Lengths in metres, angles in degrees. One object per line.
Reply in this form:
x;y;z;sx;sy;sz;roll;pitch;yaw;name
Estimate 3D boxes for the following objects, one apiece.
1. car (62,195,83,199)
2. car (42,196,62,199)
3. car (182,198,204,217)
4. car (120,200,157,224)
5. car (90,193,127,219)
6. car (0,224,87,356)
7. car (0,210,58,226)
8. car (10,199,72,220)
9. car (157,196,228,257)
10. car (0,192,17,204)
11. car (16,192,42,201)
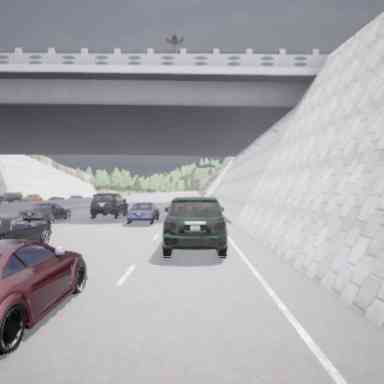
-21.046;1.293;59.753;1.837;1.490;4.892;0;0;0;car
-24.544;1.351;59.759;1.994;1.385;4.181;0;0;0;car
0.098;1.368;30.705;1.882;1.535;5.008;0;0;0;car
-3.403;1.463;23.790;2.033;1.411;5.357;0;0;0;car
-6.901;1.122;28.138;2.150;2.045;5.566;0;0;0;car
-3.408;1.542;6.020;1.994;1.385;4.181;0;0;0;car
-6.901;1.558;12.132;1.895;1.301;4.718;0;0;0;car
-10.403;1.463;23.788;2.033;1.411;5.357;0;0;0;car
0.099;1.175;12.775;2.150;2.045;5.566;0;0;0;car
-31.533;1.017;57.960;2.150;2.045;5.566;0;0;0;car
-28.044;1.147;58.226;2.097;1.767;4.553;0;0;0;car
